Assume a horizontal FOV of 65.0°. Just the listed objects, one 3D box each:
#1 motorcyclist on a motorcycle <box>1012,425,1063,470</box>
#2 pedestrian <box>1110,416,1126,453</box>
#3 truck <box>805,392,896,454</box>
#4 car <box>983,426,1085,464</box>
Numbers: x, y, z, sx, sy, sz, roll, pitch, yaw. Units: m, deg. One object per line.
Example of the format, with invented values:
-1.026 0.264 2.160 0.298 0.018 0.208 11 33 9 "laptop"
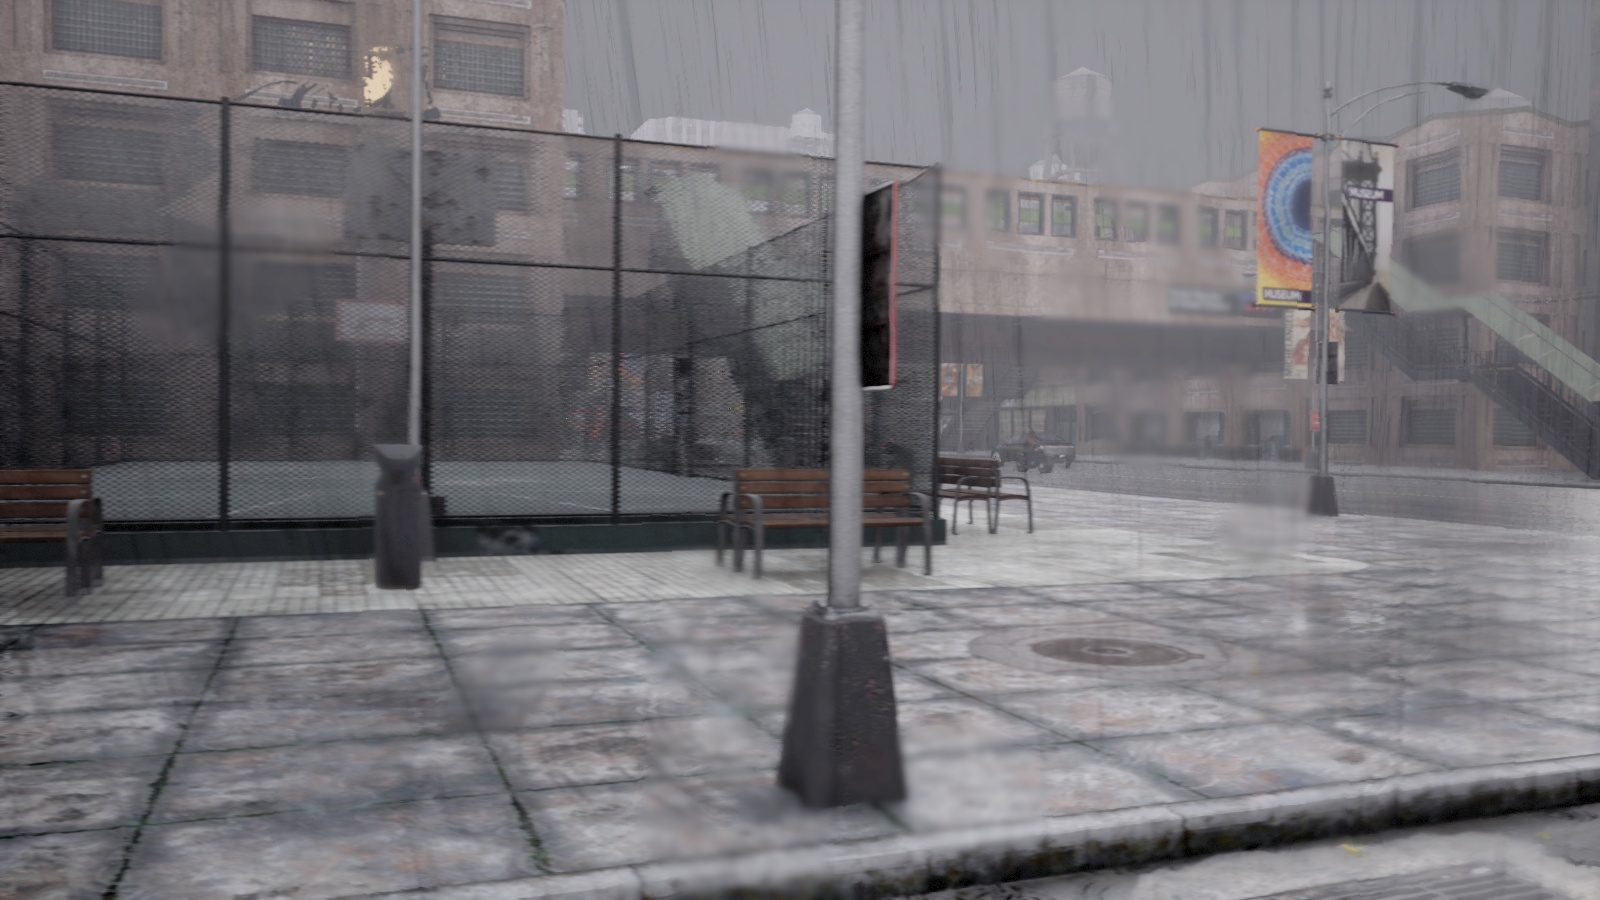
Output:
8.884 -0.113 47.023 0.766 1.649 2.350 -1 1 -20 "motorcyclist on a motorcycle"
17.093 -0.828 67.489 0.423 1.949 0.788 -1 1 -26 "pedestrian"
3.202 -1.751 82.938 2.891 3.827 8.468 -1 1 -20 "truck"
10.019 -0.235 54.143 2.128 1.511 4.902 -1 1 -20 "car"
